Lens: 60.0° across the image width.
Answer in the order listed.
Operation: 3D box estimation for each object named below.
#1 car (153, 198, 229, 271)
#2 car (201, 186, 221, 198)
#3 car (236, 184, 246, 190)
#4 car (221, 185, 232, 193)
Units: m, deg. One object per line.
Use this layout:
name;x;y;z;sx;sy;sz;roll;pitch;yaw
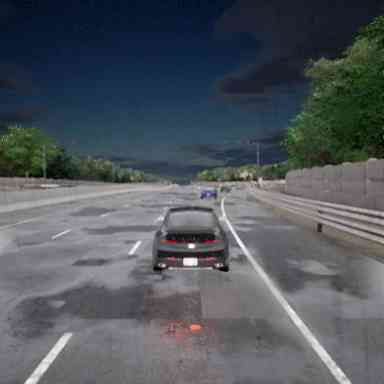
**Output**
car;-0.006;1.162;9.669;1.837;1.490;4.892;0;3;1
car;2.132;0.055;39.794;1.812;1.442;4.674;0;2;7
car;12.594;-1.286;85.799;2.033;1.411;5.357;0;2;19
car;6.712;-0.674;64.788;1.837;1.490;4.892;0;2;13
